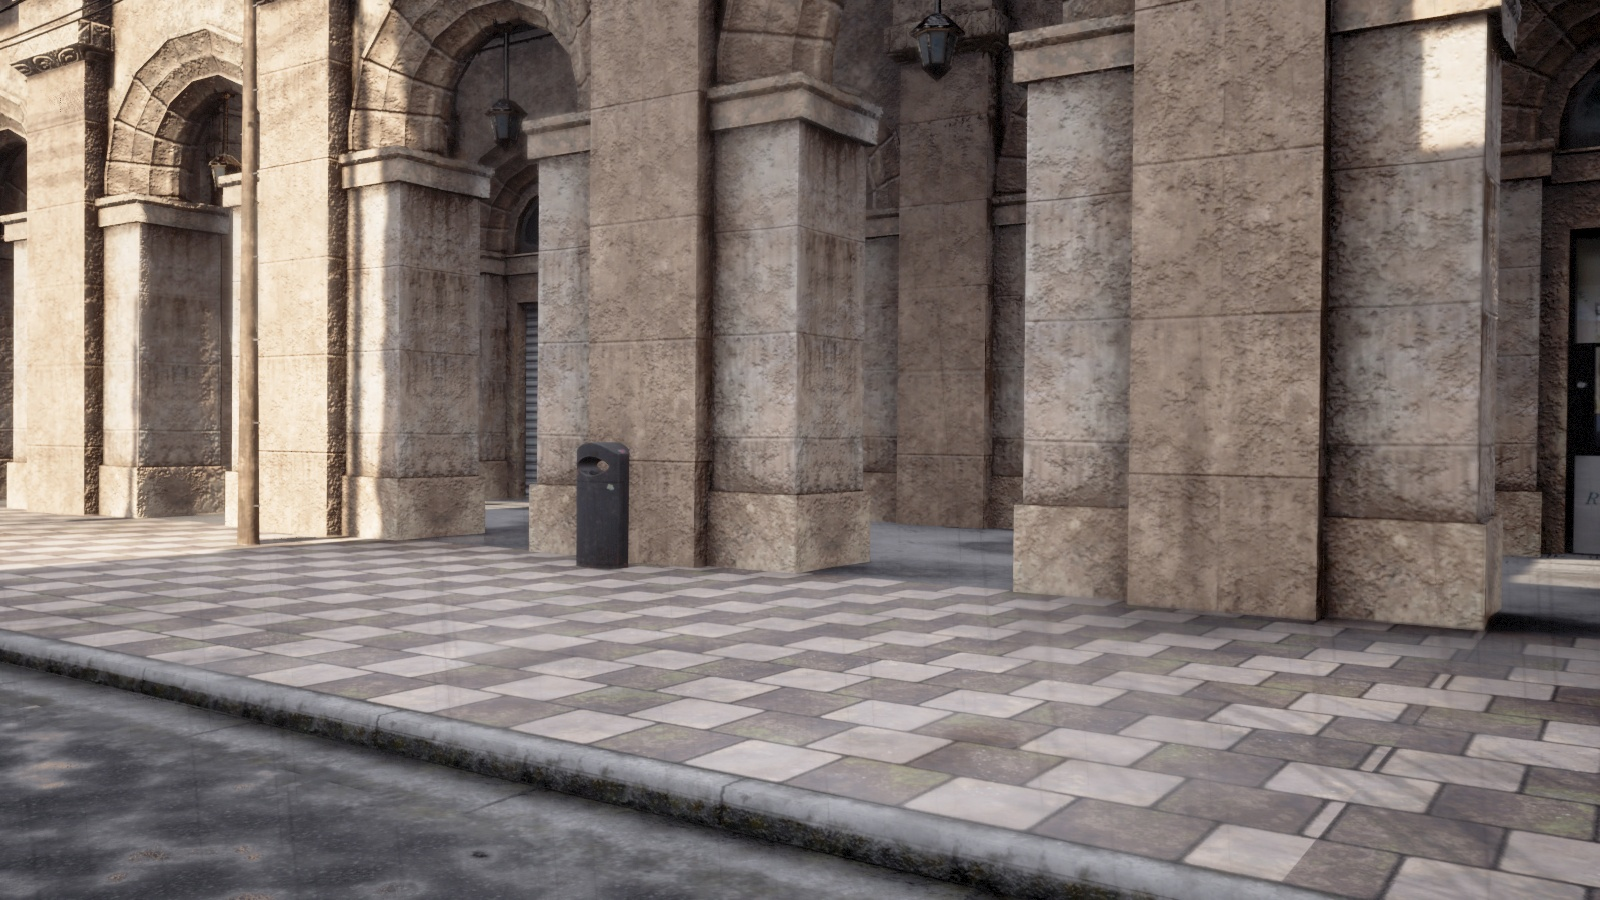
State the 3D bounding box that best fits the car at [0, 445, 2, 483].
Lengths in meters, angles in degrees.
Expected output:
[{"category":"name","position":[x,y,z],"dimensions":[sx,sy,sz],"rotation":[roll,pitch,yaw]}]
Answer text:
[{"category":"car","position":[-30.009,0.524,42.477],"dimensions":[1.895,1.301,4.718],"rotation":[0,1,34]}]
